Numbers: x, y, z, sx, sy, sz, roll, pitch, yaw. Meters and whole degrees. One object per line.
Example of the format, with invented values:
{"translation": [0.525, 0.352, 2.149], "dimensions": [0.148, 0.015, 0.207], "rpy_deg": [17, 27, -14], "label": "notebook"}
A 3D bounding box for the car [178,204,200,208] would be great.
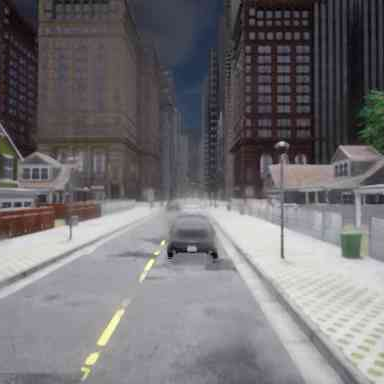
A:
{"translation": [0.026, 1.846, 28.879], "dimensions": [1.812, 1.442, 4.674], "rpy_deg": [0, 0, 1], "label": "car"}

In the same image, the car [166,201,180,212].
{"translation": [-2.779, 2.047, 48.830], "dimensions": [1.882, 1.535, 5.008], "rpy_deg": [0, -1, 1], "label": "car"}

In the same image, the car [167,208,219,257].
{"translation": [0.023, 1.649, 13.487], "dimensions": [1.837, 1.490, 4.892], "rpy_deg": [0, 0, 1], "label": "car"}
